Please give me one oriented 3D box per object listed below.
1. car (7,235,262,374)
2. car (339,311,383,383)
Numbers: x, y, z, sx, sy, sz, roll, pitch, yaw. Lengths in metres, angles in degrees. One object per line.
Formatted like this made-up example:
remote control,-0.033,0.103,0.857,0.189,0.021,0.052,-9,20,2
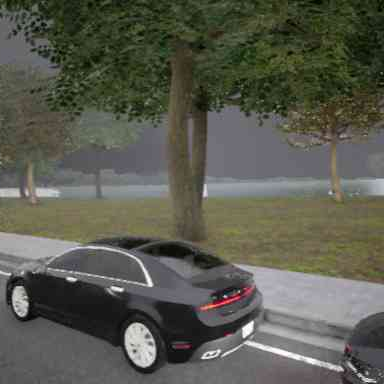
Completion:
car,-1.263,1.513,5.662,4.892,1.490,1.837,0,0,36
car,3.622,1.506,2.175,4.892,1.490,1.837,0,0,36
